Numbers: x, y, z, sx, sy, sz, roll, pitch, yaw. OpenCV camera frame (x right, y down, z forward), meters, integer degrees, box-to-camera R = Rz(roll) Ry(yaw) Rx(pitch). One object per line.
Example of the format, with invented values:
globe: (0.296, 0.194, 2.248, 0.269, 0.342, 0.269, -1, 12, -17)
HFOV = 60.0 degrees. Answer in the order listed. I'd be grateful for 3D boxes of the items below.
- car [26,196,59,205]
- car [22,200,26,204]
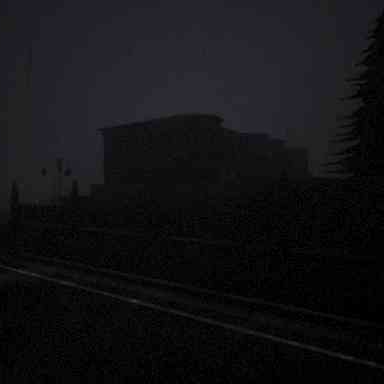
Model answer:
car: (-23.990, 1.440, 54.378, 2.097, 1.767, 4.553, 0, 0, 36)
car: (-26.497, 1.620, 56.845, 1.812, 1.442, 4.674, 0, 0, 37)
